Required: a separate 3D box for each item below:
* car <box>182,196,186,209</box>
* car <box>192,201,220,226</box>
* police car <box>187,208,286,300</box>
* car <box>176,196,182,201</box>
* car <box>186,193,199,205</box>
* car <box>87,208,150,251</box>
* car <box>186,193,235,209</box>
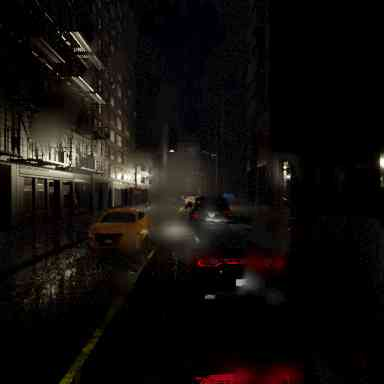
[{"bbox_3d":[0.132,1.375,45.564,2.097,1.767,4.553,0,0,1],"label":"car"},{"bbox_3d":[0.954,1.508,24.445,1.837,1.490,4.892,0,0,0],"label":"car"},{"bbox_3d":[0.917,1.425,8.555,1.930,1.638,5.238,0,0,0],"label":"police car"},{"bbox_3d":[-2.819,1.579,82.338,2.033,1.411,5.357,0,0,0],"label":"car"},{"bbox_3d":[0.131,1.263,59.559,2.150,2.045,5.566,0,0,0],"label":"car"},{"bbox_3d":[-2.970,1.477,14.326,1.882,1.535,5.008,0,0,0],"label":"car"},{"bbox_3d":[0.941,1.226,18.475,2.150,2.045,5.566,0,0,0],"label":"car"}]
